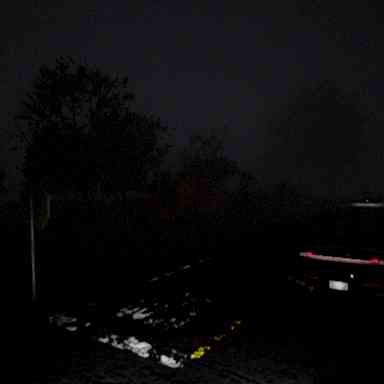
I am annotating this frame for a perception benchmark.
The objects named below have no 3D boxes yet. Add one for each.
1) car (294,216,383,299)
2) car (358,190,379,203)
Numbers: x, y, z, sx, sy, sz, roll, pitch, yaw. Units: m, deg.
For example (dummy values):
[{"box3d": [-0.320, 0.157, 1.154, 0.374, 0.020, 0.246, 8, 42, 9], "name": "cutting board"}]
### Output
[{"box3d": [3.798, 1.314, 7.655, 2.128, 1.511, 4.902, 0, 1, 33], "name": "car"}, {"box3d": [20.633, 0.521, 38.685, 2.033, 1.411, 5.357, 0, 2, 33], "name": "car"}]
